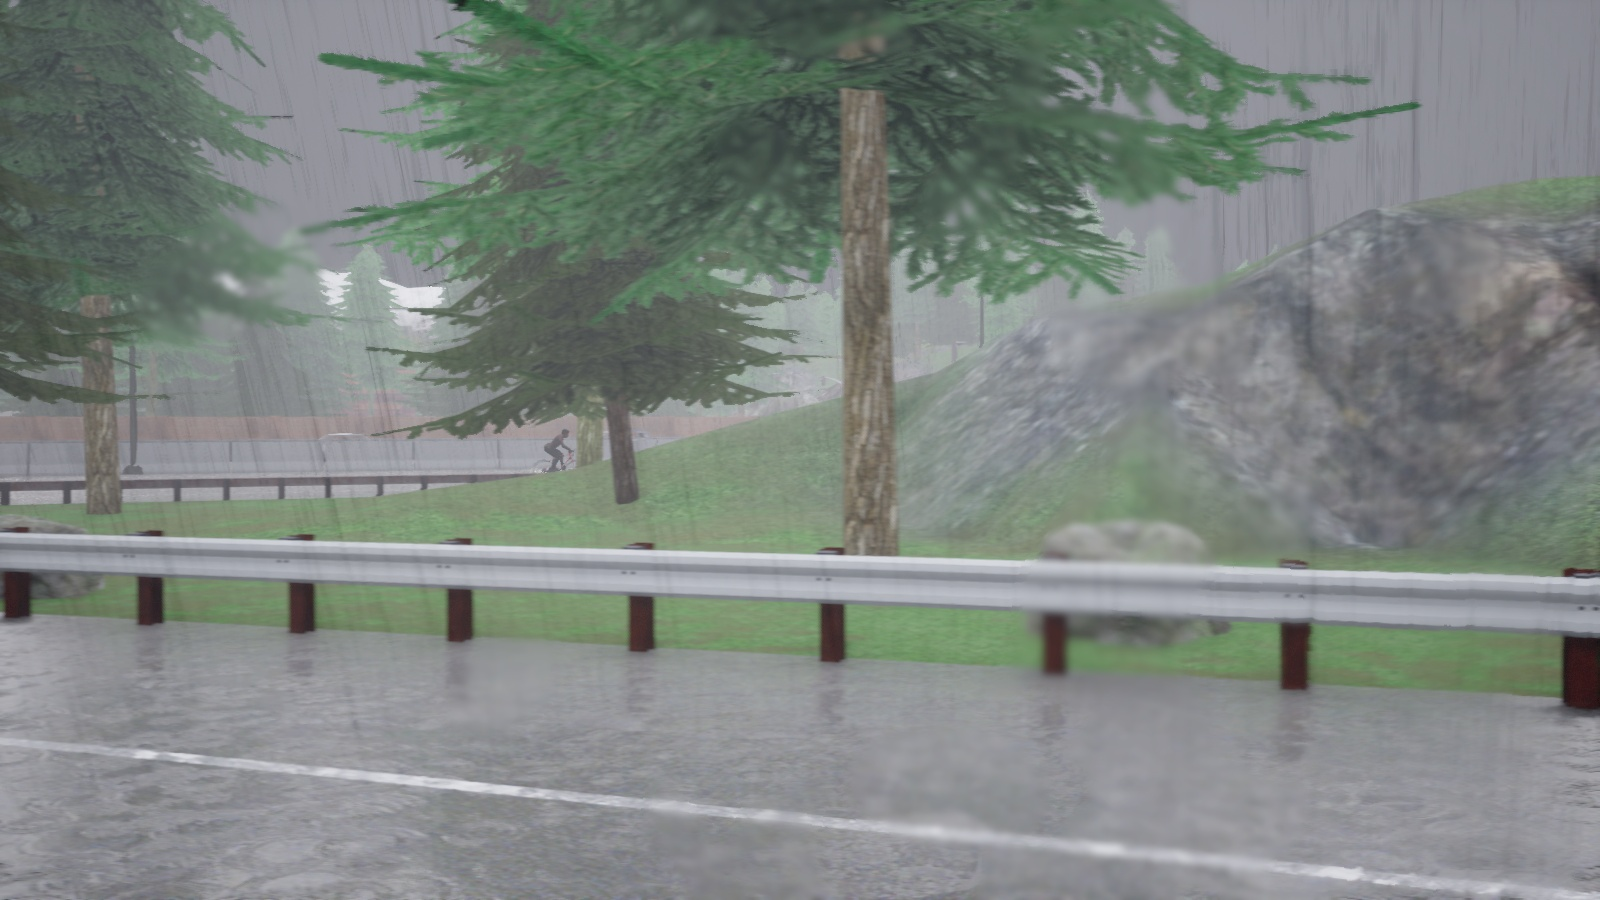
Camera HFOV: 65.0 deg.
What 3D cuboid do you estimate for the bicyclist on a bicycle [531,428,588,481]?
[{"bbox_3d":[-7.398,0.128,38.674,1.656,1.620,0.582,1,1,-7],"label":"bicyclist on a bicycle"}]

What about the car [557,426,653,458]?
[{"bbox_3d":[-10.215,-0.425,65.667,4.611,1.667,2.242,0,1,-21],"label":"car"}]

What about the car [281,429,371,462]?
[{"bbox_3d":[-21.692,-0.216,57.481,3.806,1.475,1.970,0,1,-21],"label":"car"}]
